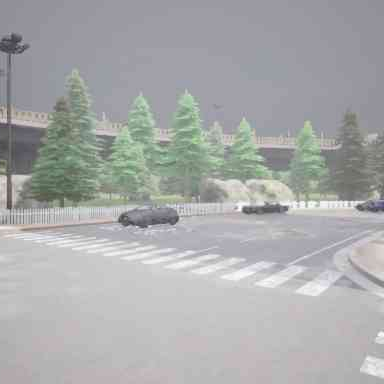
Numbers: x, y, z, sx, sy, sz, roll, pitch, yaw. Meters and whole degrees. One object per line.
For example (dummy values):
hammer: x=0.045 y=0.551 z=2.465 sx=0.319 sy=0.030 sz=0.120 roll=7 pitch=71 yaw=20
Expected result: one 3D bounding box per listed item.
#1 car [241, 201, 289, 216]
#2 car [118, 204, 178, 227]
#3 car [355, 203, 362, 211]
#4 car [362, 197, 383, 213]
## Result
car: x=6.956 y=1.556 z=31.667 sx=4.718 sy=1.301 sz=1.895 roll=0 pitch=0 yaw=-33
car: x=-2.857 y=1.517 z=22.245 sx=1.994 sy=1.385 sz=4.181 roll=0 pitch=0 yaw=41
car: x=20.593 y=1.517 z=37.257 sx=4.181 sy=1.385 sz=1.994 roll=0 pitch=0 yaw=-10
car: x=20.861 y=1.174 z=34.028 sx=5.566 sy=2.045 sz=2.150 roll=0 pitch=0 yaw=-10
